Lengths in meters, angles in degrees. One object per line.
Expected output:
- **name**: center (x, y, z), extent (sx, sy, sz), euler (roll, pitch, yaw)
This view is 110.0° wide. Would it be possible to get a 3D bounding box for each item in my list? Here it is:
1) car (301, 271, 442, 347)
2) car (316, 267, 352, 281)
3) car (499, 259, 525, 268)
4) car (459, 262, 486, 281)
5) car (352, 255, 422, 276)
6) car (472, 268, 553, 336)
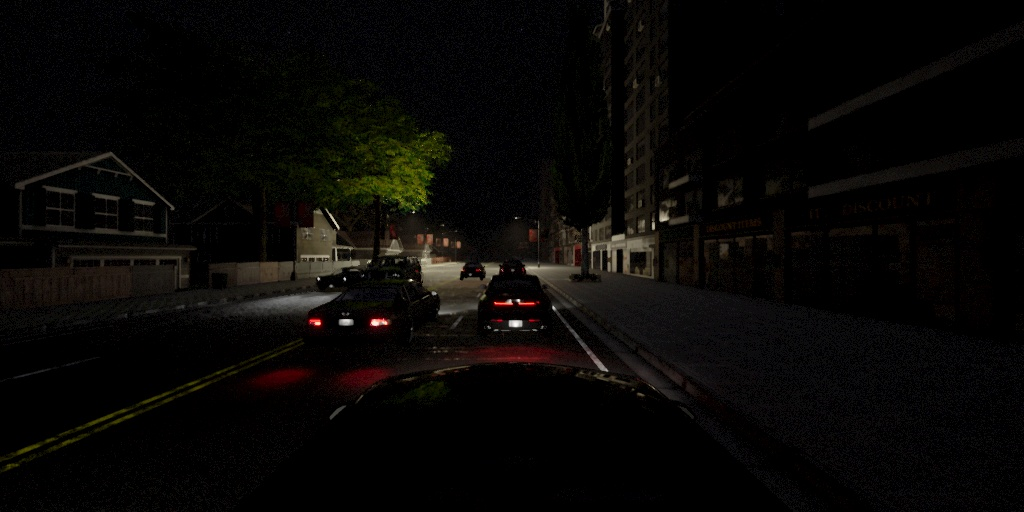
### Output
- **car**: center (-3.168, 1.294, 9.269), extent (2.033, 1.411, 5.357), euler (0, 0, -1)
- **car**: center (-9.918, 1.339, 21.861), extent (1.895, 1.301, 4.718), euler (0, 0, 0)
- **car**: center (0.013, 1.085, 28.646), extent (2.097, 1.767, 4.553), euler (0, 0, -1)
- **car**: center (-3.247, 1.257, 30.172), extent (1.812, 1.442, 4.674), euler (0, 0, 0)
- **car**: center (-6.665, 0.959, 20.430), extent (2.150, 2.045, 5.566), euler (0, 0, 0)
- **car**: center (0.072, 1.251, 10.365), extent (1.837, 1.490, 4.892), euler (0, 0, 0)
